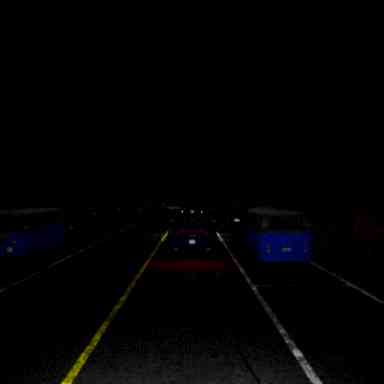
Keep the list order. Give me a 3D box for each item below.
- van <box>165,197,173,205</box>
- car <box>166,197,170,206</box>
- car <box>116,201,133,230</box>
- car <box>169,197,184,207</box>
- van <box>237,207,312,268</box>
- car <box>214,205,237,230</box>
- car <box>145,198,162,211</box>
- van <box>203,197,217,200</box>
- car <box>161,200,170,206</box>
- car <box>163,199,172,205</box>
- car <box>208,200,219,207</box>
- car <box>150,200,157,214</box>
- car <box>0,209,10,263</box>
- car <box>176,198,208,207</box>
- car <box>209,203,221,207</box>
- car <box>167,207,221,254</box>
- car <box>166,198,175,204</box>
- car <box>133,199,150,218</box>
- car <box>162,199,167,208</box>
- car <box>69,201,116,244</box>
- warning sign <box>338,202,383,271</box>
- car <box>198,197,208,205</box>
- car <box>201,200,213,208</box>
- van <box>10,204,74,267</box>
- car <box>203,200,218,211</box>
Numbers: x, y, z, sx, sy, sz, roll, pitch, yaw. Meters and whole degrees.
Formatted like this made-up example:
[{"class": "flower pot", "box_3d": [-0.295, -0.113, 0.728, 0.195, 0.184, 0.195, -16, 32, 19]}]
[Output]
[{"class": "van", "box_3d": [-5.773, 2.260, 84.441, 1.690, 1.788, 3.998, 0, -1, 0]}, {"class": "car", "box_3d": [-5.771, 2.277, 67.612, 2.008, 1.369, 4.403, 0, -1, 0]}, {"class": "car", "box_3d": [-5.764, 1.553, 22.740, 2.192, 1.841, 5.009, 0, -1, 0]}, {"class": "car", "box_3d": [-3.024, 2.204, 65.342, 1.837, 1.490, 4.892, 0, -1, 0]}, {"class": "van", "box_3d": [2.762, 1.461, 11.541, 1.690, 1.788, 3.998, 0, -1, 0]}, {"class": "car", "box_3d": [2.760, 1.803, 22.756, 1.947, 1.339, 4.313, 0, -1, 0]}, {"class": "car", "box_3d": [-5.767, 1.793, 45.178, 2.192, 1.841, 5.009, 0, -1, 0]}, {"class": "van", "box_3d": [2.757, 1.819, 45.193, 1.690, 1.788, 3.998, 0, -1, 0]}, {"class": "car", "box_3d": [-5.772, 2.372, 73.221, 1.802, 1.307, 4.206, 0, -1, 0]}, {"class": "car", "box_3d": [-5.773, 2.378, 78.660, 1.752, 1.417, 4.829, 0, -1, 0]}, {"class": "car", "box_3d": [2.758, 1.962, 39.583, 1.887, 1.381, 4.507, 0, -1, 0]}, {"class": "car", "box_3d": [-5.767, 1.968, 39.566, 2.008, 1.369, 4.403, 0, -1, 0]}, {"class": "car", "box_3d": [-5.762, 1.377, 5.914, 2.192, 1.841, 5.009, 0, -1, 0]}, {"class": "car", "box_3d": [0.019, 1.649, 28.422, 2.097, 1.767, 4.553, 0, -1, 0]}, {"class": "car", "box_3d": [2.759, 1.863, 28.365, 1.947, 1.339, 4.313, 0, -1, 0]}, {"class": "car", "box_3d": [0.027, 1.625, 14.238, 1.882, 1.535, 5.008, 0, 0, 0]}, {"class": "car", "box_3d": [-5.774, 2.423, 90.049, 1.967, 1.590, 4.097, 0, -1, 0]}, {"class": "car", "box_3d": [-5.766, 1.797, 33.958, 1.967, 1.590, 4.097, 0, -1, 0]}, {"class": "car", "box_3d": [-5.770, 2.167, 56.393, 1.947, 1.339, 4.313, 0, -1, 0]}, {"class": "car", "box_3d": [-5.764, 1.494, 17.132, 2.192, 1.841, 5.009, 0, -1, 0]}, {"class": "warning sign", "box_3d": [5.064, 1.214, 9.533, 1.300, 1.860, 1.060, 0, -1, 0]}, {"class": "car", "box_3d": [2.752, 2.234, 84.455, 2.192, 1.841, 5.009, 0, -1, 0]}, {"class": "car", "box_3d": [2.755, 2.229, 62.017, 1.947, 1.339, 4.313, 0, -1, 0]}, {"class": "van", "box_3d": [-5.763, 1.461, 11.522, 1.690, 1.788, 3.998, 0, -1, 0]}, {"class": "car", "box_3d": [2.757, 1.979, 50.801, 1.967, 1.590, 4.097, 0, -1, 0]}]
